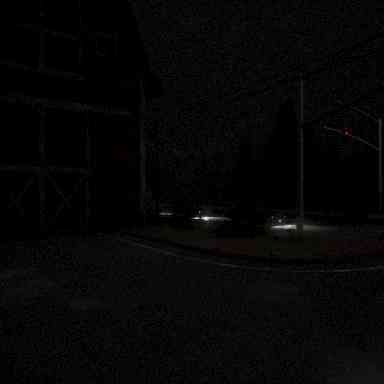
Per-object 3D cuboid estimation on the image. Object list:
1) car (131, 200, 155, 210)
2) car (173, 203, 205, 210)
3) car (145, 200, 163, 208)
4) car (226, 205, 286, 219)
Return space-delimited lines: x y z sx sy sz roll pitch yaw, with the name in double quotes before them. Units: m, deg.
"car" -7.439 1.888 50.651 1.994 1.385 4.181 0 0 -34
"car" -0.365 1.787 33.819 1.994 1.385 4.181 0 0 -34
"car" -5.352 1.869 41.081 1.895 1.301 4.718 0 0 -34
"car" 4.857 1.722 26.208 2.033 1.411 5.357 0 0 -34
